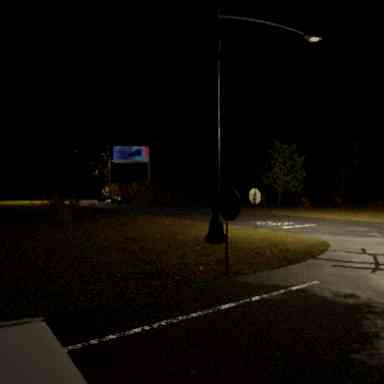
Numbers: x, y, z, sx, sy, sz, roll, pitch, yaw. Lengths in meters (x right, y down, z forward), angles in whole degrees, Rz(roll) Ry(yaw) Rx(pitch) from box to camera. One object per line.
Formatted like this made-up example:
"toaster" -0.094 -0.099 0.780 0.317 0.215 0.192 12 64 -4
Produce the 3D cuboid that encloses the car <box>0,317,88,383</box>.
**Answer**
"car" -3.055 1.608 1.718 4.718 1.301 1.895 0 0 -35

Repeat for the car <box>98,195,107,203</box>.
"car" -15.827 1.288 61.188 2.128 1.511 4.902 0 0 -34

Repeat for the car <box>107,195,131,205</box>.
"car" -11.847 1.358 55.266 2.033 1.411 5.357 0 0 -33
